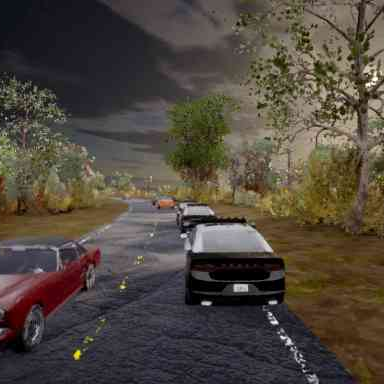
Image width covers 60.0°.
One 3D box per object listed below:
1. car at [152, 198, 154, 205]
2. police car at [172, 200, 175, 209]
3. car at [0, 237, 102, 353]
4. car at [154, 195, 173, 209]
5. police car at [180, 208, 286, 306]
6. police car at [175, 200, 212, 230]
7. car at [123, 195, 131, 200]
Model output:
[{"bbox_3d":[-5.859,1.353,57.944,2.097,1.767,4.553,0,0,-12],"label":"car"},{"bbox_3d":[-0.220,1.426,24.332,1.930,1.638,5.238,0,0,-5],"label":"police car"},{"bbox_3d":[-3.173,1.601,6.231,1.895,1.301,4.718,0,0,-2],"label":"car"},{"bbox_3d":[-3.685,1.353,45.647,2.097,1.767,4.553,0,0,-9],"label":"car"},{"bbox_3d":[0.745,1.426,8.235,1.930,1.638,5.238,0,0,-2],"label":"police car"},{"bbox_3d":[0.242,1.426,18.302,1.930,1.638,5.238,0,0,-4],"label":"police car"},{"bbox_3d":[-17.889,1.494,91.474,2.128,1.511,4.902,0,0,-18],"label":"car"}]
